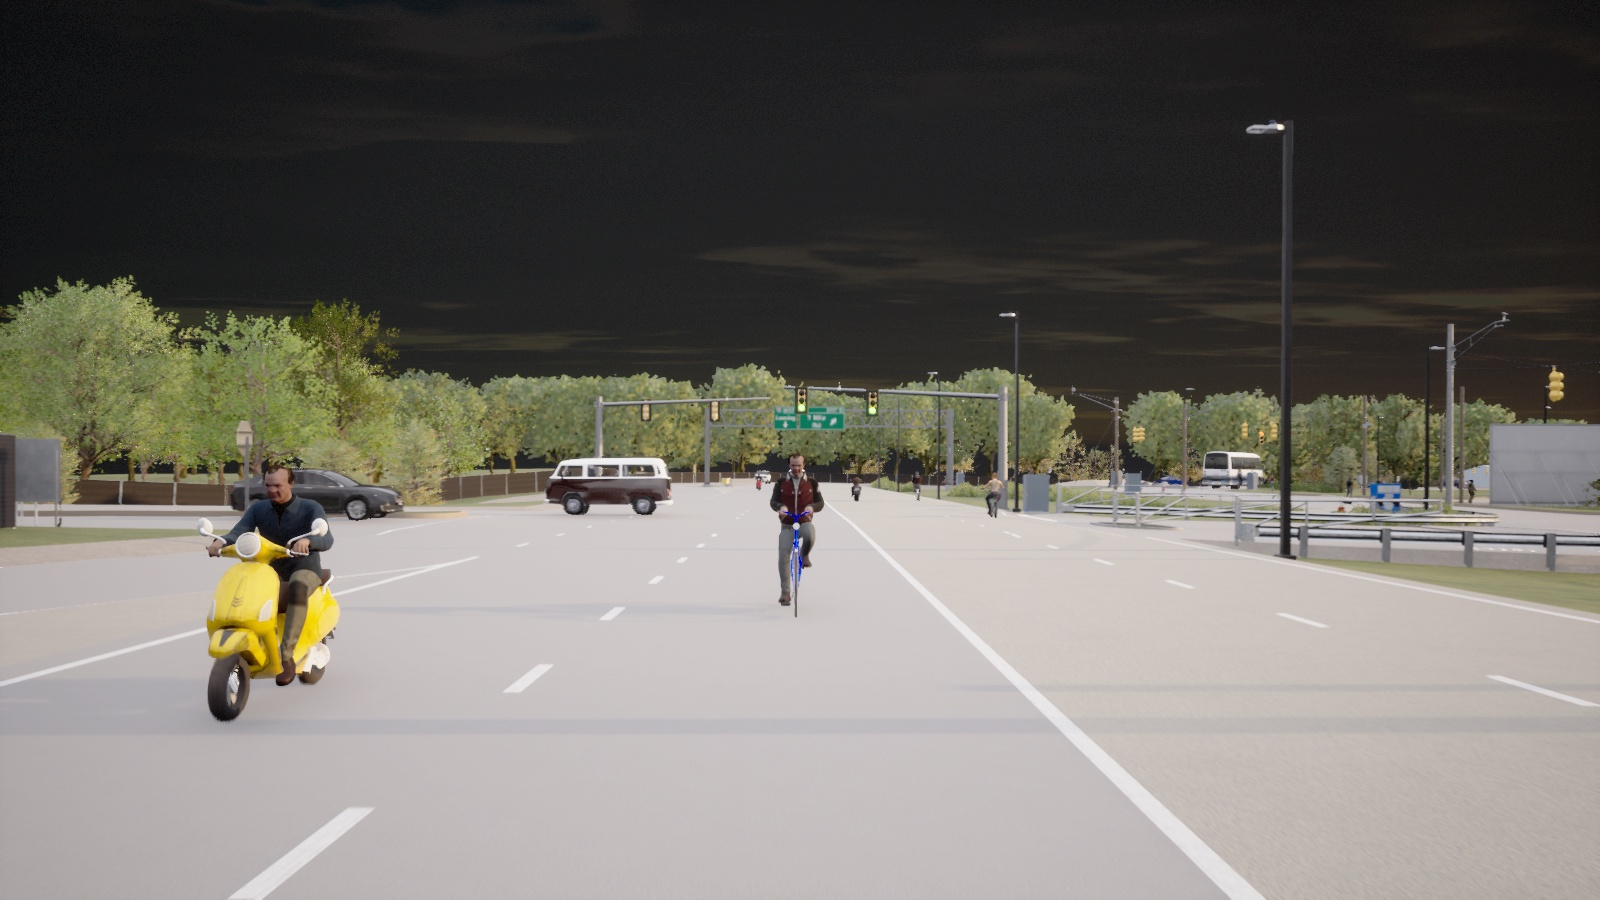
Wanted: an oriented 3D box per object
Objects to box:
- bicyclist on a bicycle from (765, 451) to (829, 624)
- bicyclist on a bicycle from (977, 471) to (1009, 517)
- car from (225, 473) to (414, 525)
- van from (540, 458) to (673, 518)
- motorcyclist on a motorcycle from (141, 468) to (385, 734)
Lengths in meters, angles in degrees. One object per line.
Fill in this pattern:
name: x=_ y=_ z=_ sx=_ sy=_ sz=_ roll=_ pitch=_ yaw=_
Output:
bicyclist on a bicycle: x=-0.034 y=0.915 z=13.814 sx=0.659 sy=1.776 sz=1.843 roll=0 pitch=-1 yaw=0
bicyclist on a bicycle: x=6.917 y=1.571 z=45.077 sx=0.866 sy=1.612 sz=1.509 roll=1 pitch=-1 yaw=-1
car: x=-14.187 y=1.436 z=37.281 sx=4.892 sy=1.490 sz=1.837 roll=0 pitch=-1 yaw=0
van: x=-6.872 y=1.357 z=44.986 sx=4.480 sy=2.038 sz=2.069 roll=0 pitch=-2 yaw=-1
motorcyclist on a motorcycle: x=-3.520 y=0.922 z=8.446 sx=0.866 sy=1.590 sz=1.817 roll=0 pitch=-1 yaw=0
